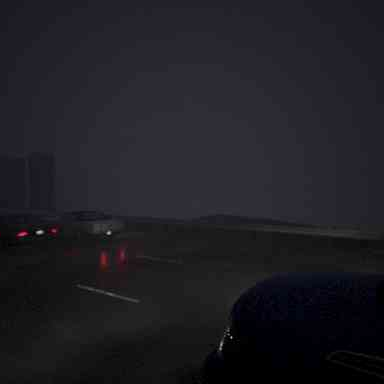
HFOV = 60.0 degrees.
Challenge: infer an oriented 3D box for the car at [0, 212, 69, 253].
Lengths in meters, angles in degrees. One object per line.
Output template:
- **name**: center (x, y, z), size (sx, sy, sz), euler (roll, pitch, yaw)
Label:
- **car**: center (-7.674, 1.541, 13.765), size (5.357, 1.411, 2.033), euler (0, 0, 35)

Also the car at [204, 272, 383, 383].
- **car**: center (2.763, 1.225, 2.021), size (5.566, 2.045, 2.150), euler (0, 0, 35)

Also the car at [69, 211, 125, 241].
- **car**: center (-5.627, 1.595, 16.604), size (4.718, 1.301, 1.895), euler (0, 0, 35)
